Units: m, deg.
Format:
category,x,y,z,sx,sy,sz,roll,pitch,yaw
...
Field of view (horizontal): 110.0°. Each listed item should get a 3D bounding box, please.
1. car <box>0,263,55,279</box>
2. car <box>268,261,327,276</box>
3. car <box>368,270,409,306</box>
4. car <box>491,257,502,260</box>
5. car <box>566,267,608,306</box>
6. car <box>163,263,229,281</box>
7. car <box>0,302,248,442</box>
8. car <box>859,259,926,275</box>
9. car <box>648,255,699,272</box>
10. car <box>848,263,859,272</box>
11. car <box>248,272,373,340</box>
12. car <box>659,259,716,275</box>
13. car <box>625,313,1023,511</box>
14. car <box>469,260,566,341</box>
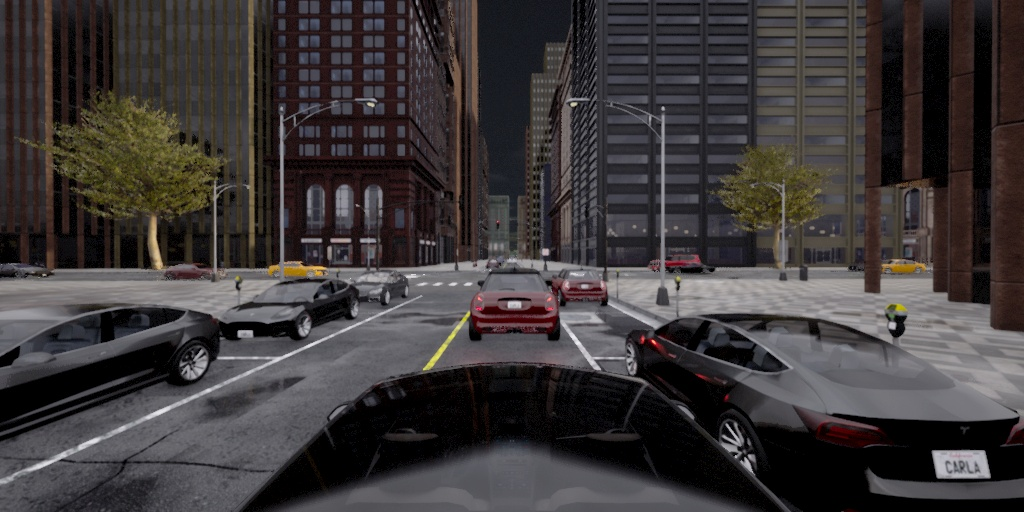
category,x,y,z,sx,sy,sz,roll,pitch,yaw
car,-46.572,1.410,33.683,5.357,1.411,2.033,0,0,0
car,-20.025,1.265,33.661,5.008,1.535,1.882,0,0,0
car,-5.747,1.291,15.562,2.007,1.370,4.403,0,0,0
car,-3.004,1.259,55.608,1.812,1.442,4.674,0,0,0
car,2.778,1.180,15.553,1.967,1.591,4.097,0,0,0
car,-26.782,1.350,30.406,4.674,1.442,1.812,0,0,0
car,-5.760,1.314,4.288,1.948,1.339,4.313,0,0,0
car,39.656,1.107,37.149,5.008,1.535,1.882,0,0,0
car,18.324,0.876,40.398,5.566,2.045,2.150,0,0,0
car,40.807,1.116,40.394,4.892,1.490,1.837,0,0,0
car,-5.754,1.310,9.925,1.948,1.339,4.313,0,0,0
car,18.283,1.274,37.152,4.718,1.301,1.895,0,0,0
car,2.765,1.314,4.281,1.948,1.339,4.313,0,0,0
car,0.077,1.096,10.016,2.097,1.767,4.553,0,0,1
